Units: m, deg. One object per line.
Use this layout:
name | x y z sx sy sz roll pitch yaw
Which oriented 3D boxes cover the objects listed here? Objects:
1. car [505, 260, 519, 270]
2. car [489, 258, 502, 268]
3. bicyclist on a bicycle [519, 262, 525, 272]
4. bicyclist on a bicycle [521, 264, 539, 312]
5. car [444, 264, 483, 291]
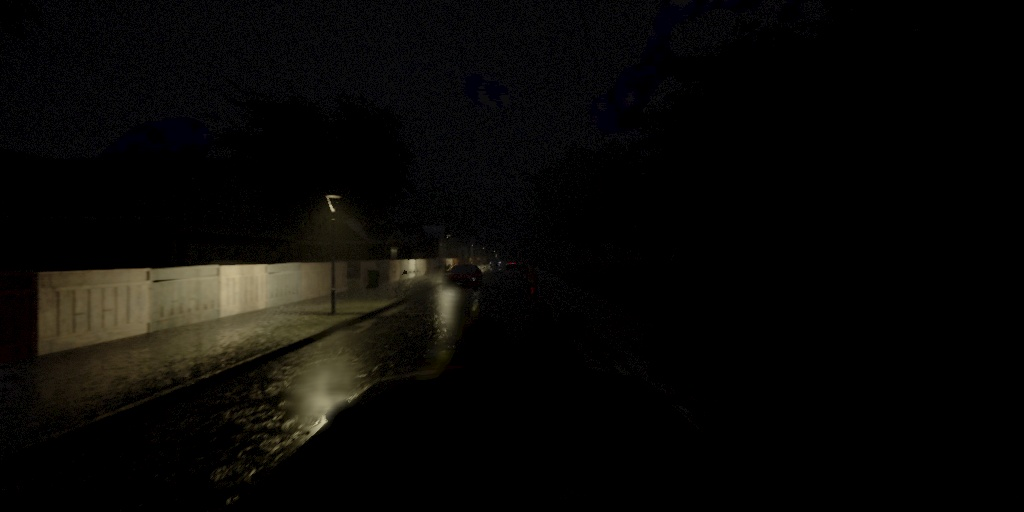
car | 0.071 1.297 54.469 2.128 1.511 4.902 0 0 0
car | -2.812 1.174 63.213 2.097 1.767 4.553 0 0 1
bicyclist on a bicycle | 0.746 1.217 22.258 0.582 1.620 1.656 0 0 0
bicyclist on a bicycle | 0.751 1.209 13.257 0.582 1.620 1.656 0 0 0
car | -2.858 1.241 21.960 1.882 1.535 5.008 0 0 0
